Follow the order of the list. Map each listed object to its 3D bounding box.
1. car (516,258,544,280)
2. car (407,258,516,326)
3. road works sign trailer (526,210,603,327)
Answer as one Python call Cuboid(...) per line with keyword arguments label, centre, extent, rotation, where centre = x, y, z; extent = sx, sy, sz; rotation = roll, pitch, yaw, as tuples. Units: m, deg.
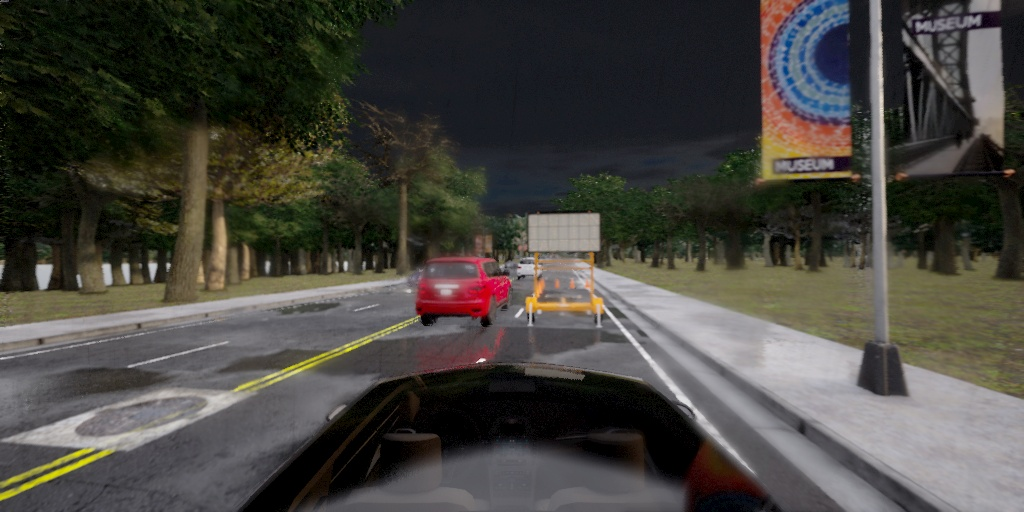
Cuboid(label="car", centre=(1.836, 1.236, 35.051), extent=(2.150, 2.045, 5.566), rotation=(0, 0, 8))
Cuboid(label="car", centre=(-1.395, 1.076, 12.299), extent=(2.150, 2.045, 5.566), rotation=(0, 0, 8))
Cuboid(label="road works sign trailer", centre=(1.734, 0.298, 11.923), extent=(2.380, 3.560, 2.880), rotation=(0, 0, 8))
